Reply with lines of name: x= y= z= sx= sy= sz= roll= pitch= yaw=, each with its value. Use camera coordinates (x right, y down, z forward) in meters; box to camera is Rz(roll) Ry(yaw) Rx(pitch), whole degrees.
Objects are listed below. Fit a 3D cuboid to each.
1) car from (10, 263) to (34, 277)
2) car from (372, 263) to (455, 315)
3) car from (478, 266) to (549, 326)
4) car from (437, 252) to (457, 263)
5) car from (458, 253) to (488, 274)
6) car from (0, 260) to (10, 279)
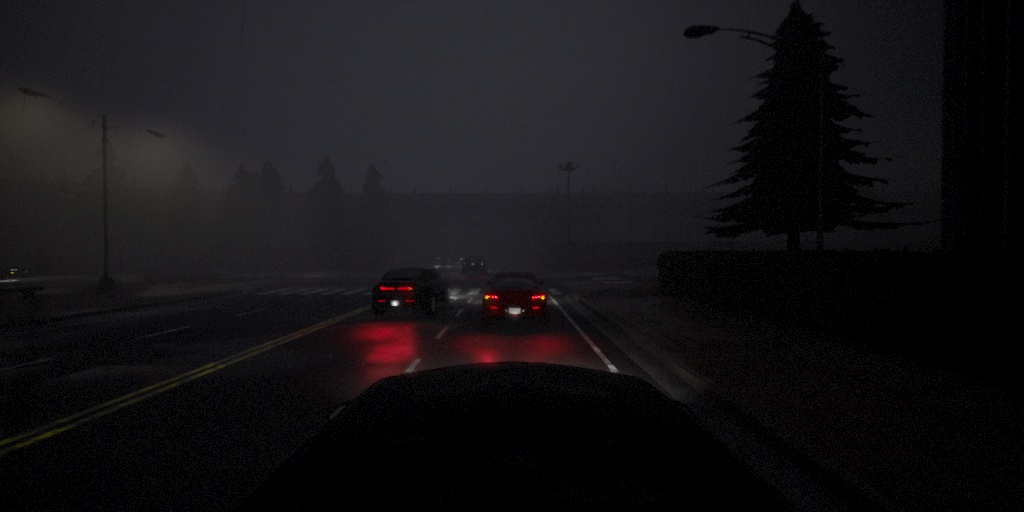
car: x=-39.246 y=0.940 z=26.700 sx=4.892 sy=1.490 sz=1.837 roll=0 pitch=0 yaw=-13
car: x=-3.420 y=1.136 z=12.888 sx=1.837 sy=1.490 sz=4.892 roll=0 pitch=0 yaw=0
car: x=0.081 y=1.178 z=11.138 sx=1.812 sy=1.442 sz=4.674 roll=0 pitch=0 yaw=0
car: x=-10.574 y=0.390 z=57.912 sx=2.150 sy=2.045 sz=5.566 roll=0 pitch=0 yaw=0
car: x=-3.409 y=0.735 z=33.536 sx=2.097 sy=1.767 sz=4.553 roll=0 pitch=0 yaw=0
car: x=-37.309 y=0.972 z=23.538 sx=4.892 sy=1.490 sz=1.837 roll=0 pitch=0 yaw=-11
